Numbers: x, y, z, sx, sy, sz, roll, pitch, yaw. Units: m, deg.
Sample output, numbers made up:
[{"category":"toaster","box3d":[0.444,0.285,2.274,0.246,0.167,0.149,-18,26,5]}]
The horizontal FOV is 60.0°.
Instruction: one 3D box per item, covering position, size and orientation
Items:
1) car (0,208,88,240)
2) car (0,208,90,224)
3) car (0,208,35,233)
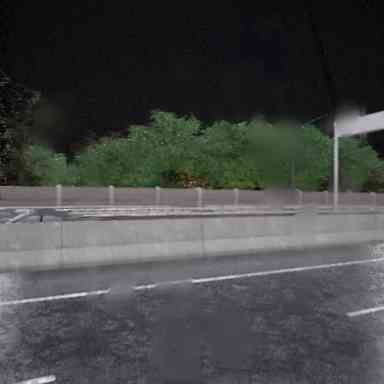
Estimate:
[{"category":"car","box3d":[-8.502,1.694,18.441,5.008,1.535,1.882,1,-1,-26]},{"category":"car","box3d":[-7.206,1.655,15.182,5.008,1.535,1.882,0,-1,-26]},{"category":"car","box3d":[-12.273,1.755,20.520,4.674,1.442,1.812,0,-1,-26]}]
